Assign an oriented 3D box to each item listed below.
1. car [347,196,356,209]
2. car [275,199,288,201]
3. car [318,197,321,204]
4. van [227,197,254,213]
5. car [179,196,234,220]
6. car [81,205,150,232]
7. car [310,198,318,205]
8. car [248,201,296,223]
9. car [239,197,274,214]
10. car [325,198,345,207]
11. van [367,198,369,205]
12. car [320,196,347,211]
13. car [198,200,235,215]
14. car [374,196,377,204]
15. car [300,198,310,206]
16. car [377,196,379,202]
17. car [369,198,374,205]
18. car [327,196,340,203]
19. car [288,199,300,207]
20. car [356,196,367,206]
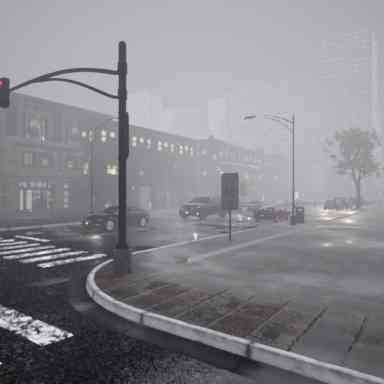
[{"bbox_3d":[22.442,1.580,49.637,2.192,1.841,5.009,0,-1,35],"label":"car"},{"bbox_3d":[12.311,1.757,49.804,1.752,1.417,4.829,0,0,35],"label":"car"},{"bbox_3d":[28.321,1.826,72.531,1.967,1.590,4.097,0,-1,35],"label":"car"},{"bbox_3d":[6.043,1.516,40.909,1.690,1.788,3.998,0,0,35],"label":"van"},{"bbox_3d":[1.167,1.338,29.480,2.150,2.045,5.566,0,0,35],"label":"car"},{"bbox_3d":[-4.721,1.576,21.162,1.837,1.490,4.892,0,0,34],"label":"car"},{"bbox_3d":[21.957,1.874,63.496,2.008,1.369,4.403,0,-1,35],"label":"car"},{"bbox_3d":[6.574,1.668,27.018,1.887,1.381,4.507,0,0,35],"label":"car"},{"bbox_3d":[7.081,1.658,37.853,2.128,1.511,4.902,0,0,35],"label":"car"},{"bbox_3d":[24.763,1.854,57.413,2.033,1.411,5.357,0,0,35],"label":"car"},{"bbox_3d":[31.990,1.698,63.189,1.690,1.788,3.998,0,-1,35],"label":"van"},{"bbox_3d":[19.260,1.675,45.118,1.967,1.590,4.097,0,-1,35],"label":"car"},{"bbox_3d":[2.763,1.672,36.252,1.752,1.417,4.829,0,0,35],"label":"car"},{"bbox_3d":[38.453,1.947,72.361,1.752,1.417,4.829,0,-1,35],"label":"car"},{"bbox_3d":[18.774,1.844,58.978,2.008,1.369,4.403,0,-1,35],"label":"car"},{"bbox_3d":[41.537,2.036,76.739,1.802,1.307,4.206,0,-1,35],"label":"car"},{"bbox_3d":[35.172,1.970,67.704,1.802,1.307,4.206,0,-1,35],"label":"car"},{"bbox_3d":[34.686,1.891,81.566,1.967,1.590,4.097,0,-1,35],"label":"car"},{"bbox_3d":[15.591,1.813,54.461,2.008,1.369,4.403,0,-1,35],"label":"car"},{"bbox_3d":[28.808,1.641,58.672,2.192,1.841,5.009,0,-1,35],"label":"car"}]
